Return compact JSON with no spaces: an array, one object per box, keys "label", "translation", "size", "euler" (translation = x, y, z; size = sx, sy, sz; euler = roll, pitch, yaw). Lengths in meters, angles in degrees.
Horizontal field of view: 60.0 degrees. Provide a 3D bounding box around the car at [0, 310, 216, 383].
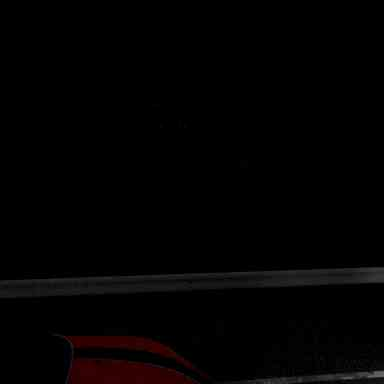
[{"label":"car","translation":[-1.852,1.352,1.664],"size":[4.553,1.767,2.097],"euler":[0,0,-6]}]
